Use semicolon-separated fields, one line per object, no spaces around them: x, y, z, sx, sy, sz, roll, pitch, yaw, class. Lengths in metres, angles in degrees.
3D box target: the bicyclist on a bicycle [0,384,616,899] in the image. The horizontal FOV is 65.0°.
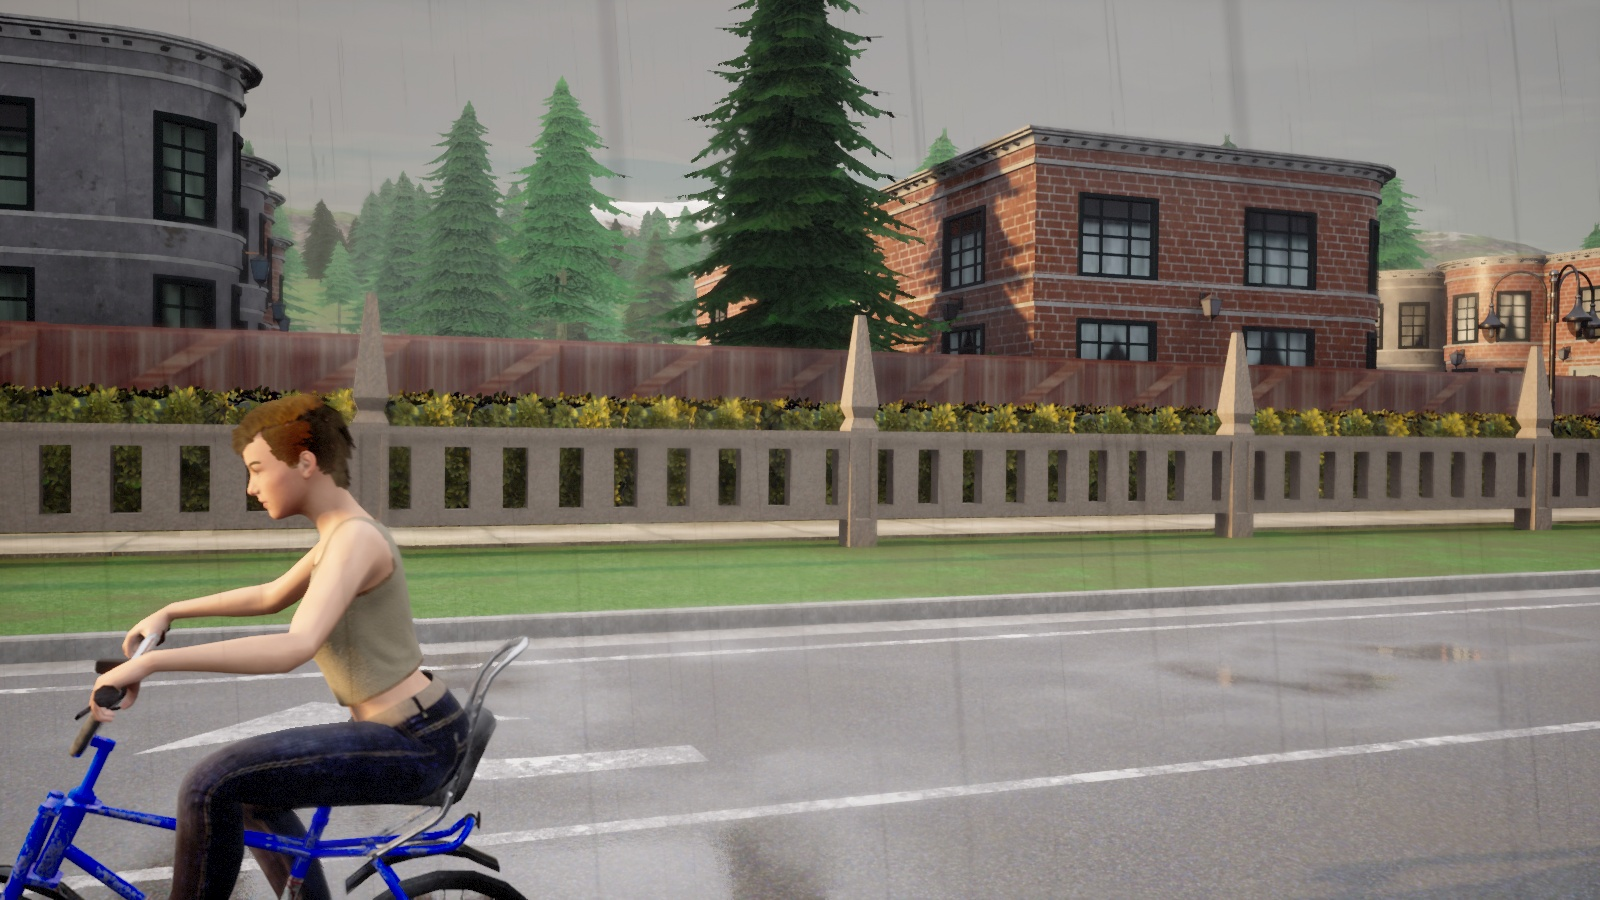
-1.277;0.700;2.748;1.509;1.612;0.866;3;0;-20;bicyclist on a bicycle
